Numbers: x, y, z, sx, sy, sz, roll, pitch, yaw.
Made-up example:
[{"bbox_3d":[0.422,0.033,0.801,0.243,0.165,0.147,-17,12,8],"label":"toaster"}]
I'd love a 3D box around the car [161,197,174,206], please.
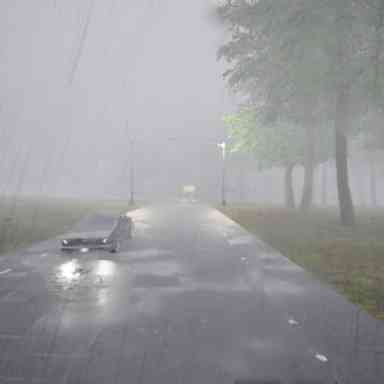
[{"bbox_3d":[-3.953,1.496,53.891,2.033,1.411,5.357,0,0,0],"label":"car"}]

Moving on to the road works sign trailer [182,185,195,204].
[{"bbox_3d":[-0.550,0.428,64.655,2.380,3.560,2.880,0,0,-1],"label":"road works sign trailer"}]

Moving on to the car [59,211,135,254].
[{"bbox_3d":[-3.640,1.516,13.826,2.033,1.411,5.357,-2,1,0],"label":"car"}]
